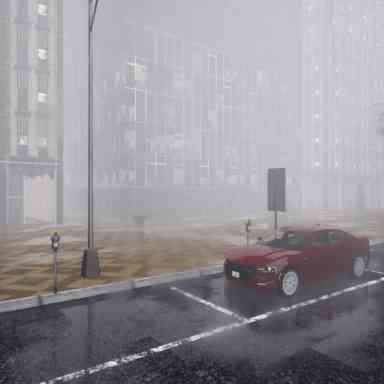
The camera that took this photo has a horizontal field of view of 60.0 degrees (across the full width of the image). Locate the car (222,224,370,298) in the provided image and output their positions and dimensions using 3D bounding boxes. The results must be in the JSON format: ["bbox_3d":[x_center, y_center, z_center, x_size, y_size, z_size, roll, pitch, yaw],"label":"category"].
[{"bbox_3d":[2.783,1.545,8.523,4.507,1.381,1.887,0,0,-35],"label":"car"}]
